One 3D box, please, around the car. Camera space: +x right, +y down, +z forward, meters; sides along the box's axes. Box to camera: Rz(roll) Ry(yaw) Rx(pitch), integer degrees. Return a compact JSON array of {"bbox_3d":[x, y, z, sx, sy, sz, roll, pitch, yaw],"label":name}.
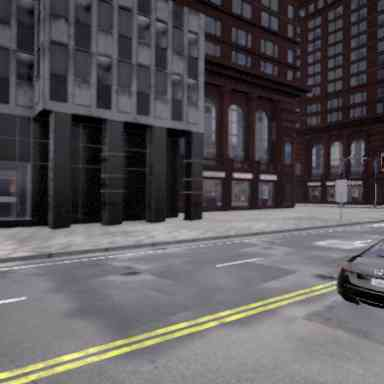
[{"bbox_3d":[4.926,1.561,6.955,4.181,1.385,1.994,0,0,-36],"label":"car"}]
